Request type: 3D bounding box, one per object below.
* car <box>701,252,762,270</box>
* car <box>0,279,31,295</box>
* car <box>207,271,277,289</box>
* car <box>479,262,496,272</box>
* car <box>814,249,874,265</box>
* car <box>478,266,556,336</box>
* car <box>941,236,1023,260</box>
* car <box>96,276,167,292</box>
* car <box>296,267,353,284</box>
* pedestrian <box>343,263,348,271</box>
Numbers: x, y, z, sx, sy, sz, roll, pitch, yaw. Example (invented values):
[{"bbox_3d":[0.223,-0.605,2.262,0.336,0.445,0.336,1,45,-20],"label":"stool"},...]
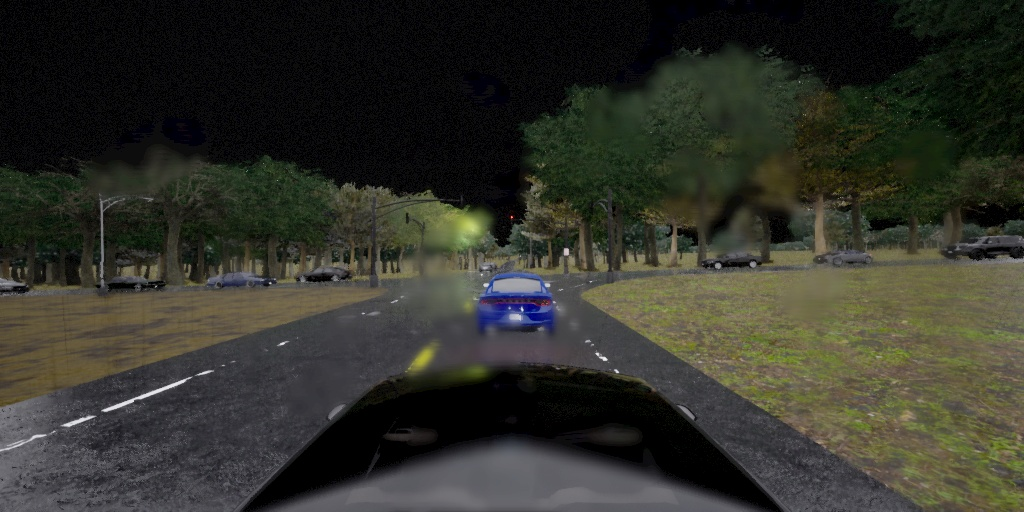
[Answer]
[{"bbox_3d":[20.043,0.404,32.884,5.008,1.535,1.882,-2,-1,2],"label":"car"},{"bbox_3d":[-46.397,2.762,32.173,4.892,1.490,1.837,-2,-1,3],"label":"car"},{"bbox_3d":[-23.429,2.047,31.117,5.357,1.411,2.033,-2,-1,6],"label":"car"},{"bbox_3d":[-3.873,1.676,53.602,2.128,1.511,4.902,0,-1,-1],"label":"car"},{"bbox_3d":[29.956,0.100,32.459,4.181,1.385,1.994,-2,-1,2],"label":"car"},{"bbox_3d":[0.140,1.233,10.486,1.882,1.535,5.008,0,0,1],"label":"car"},{"bbox_3d":[42.047,-0.703,31.922,5.566,2.045,2.150,-2,-1,3],"label":"car"},{"bbox_3d":[-33.351,2.437,31.549,4.718,1.301,1.895,-2,-1,3],"label":"car"},{"bbox_3d":[-18.061,1.831,34.579,5.008,1.535,1.882,-2,0,-1],"label":"car"},{"bbox_3d":[-17.865,1.680,38.444,0.375,1.860,0.375,0,1,3],"label":"pedestrian"}]
